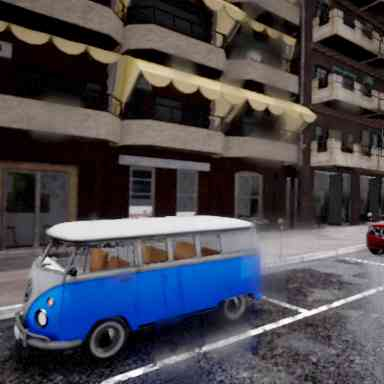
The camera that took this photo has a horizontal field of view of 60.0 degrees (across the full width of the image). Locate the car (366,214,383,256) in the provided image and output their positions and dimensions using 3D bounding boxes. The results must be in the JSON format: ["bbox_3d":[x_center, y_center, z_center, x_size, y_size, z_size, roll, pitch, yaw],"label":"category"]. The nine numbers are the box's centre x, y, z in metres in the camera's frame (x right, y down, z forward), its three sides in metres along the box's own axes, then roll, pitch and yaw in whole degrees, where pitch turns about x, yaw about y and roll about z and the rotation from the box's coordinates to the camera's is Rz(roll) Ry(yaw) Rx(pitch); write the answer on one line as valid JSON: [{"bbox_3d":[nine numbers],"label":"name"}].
[{"bbox_3d":[8.395,1.344,12.059,5.009,1.841,2.192,0,1,-35],"label":"car"}]

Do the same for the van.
[{"bbox_3d":[-0.609,1.347,5.636,3.998,1.788,1.690,0,1,-35],"label":"van"}]
